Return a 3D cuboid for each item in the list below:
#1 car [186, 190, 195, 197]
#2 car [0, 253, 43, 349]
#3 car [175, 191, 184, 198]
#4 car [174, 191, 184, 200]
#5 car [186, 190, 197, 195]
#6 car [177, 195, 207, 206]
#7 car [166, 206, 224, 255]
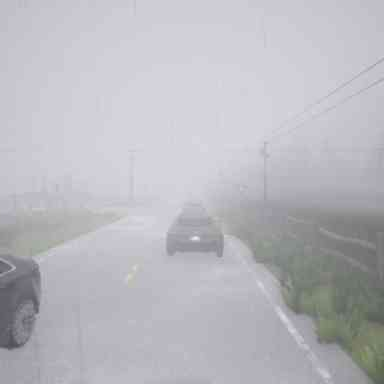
[{"bbox_3d":[-0.442,0.356,92.154,2.097,1.767,4.553,0,1,-5],"label":"car"},{"bbox_3d":[-3.295,1.460,3.362,2.128,1.511,4.902,0,1,0],"label":"car"},{"bbox_3d":[-3.181,0.573,85.191,2.097,1.767,4.553,0,1,-2],"label":"car"},{"bbox_3d":[-2.693,0.871,69.667,1.837,1.490,4.892,0,1,0],"label":"car"},{"bbox_3d":[0.178,0.606,82.095,2.097,1.767,4.553,0,1,-3],"label":"car"},{"bbox_3d":[0.152,1.257,25.826,2.128,1.511,4.902,0,0,0],"label":"car"},{"bbox_3d":[0.106,1.448,12.694,1.994,1.385,4.181,0,0,0],"label":"car"}]
